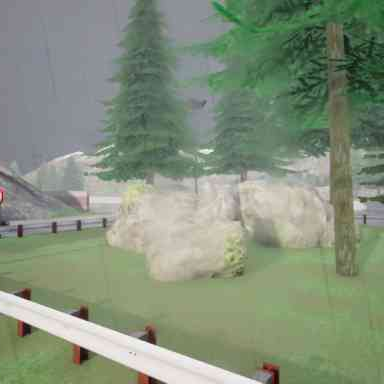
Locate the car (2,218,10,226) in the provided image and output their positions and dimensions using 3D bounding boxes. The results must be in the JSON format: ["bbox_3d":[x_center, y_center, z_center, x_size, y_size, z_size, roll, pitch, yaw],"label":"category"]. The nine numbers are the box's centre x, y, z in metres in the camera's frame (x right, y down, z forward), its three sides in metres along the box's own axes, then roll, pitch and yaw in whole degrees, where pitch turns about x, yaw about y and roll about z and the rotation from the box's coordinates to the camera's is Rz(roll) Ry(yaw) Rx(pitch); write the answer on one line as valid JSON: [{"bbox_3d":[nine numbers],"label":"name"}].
[{"bbox_3d":[-11.189,1.355,15.209,5.357,1.411,2.033,0,0,9],"label":"car"}]
